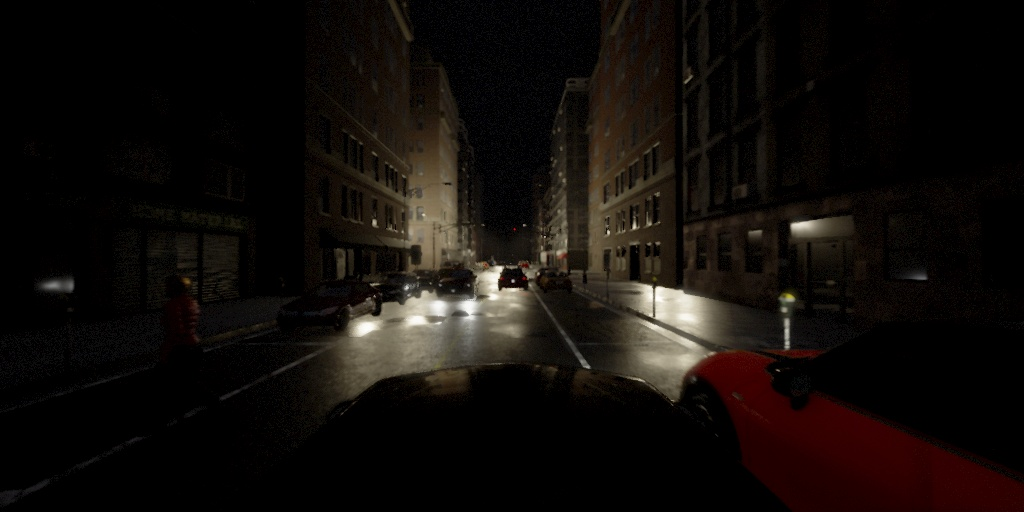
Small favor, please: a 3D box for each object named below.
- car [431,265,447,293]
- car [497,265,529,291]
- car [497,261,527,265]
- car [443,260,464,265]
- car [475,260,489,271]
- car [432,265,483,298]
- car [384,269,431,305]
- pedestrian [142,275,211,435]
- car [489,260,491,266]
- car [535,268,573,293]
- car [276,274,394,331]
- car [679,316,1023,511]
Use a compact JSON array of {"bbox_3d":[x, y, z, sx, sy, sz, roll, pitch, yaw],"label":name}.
[{"bbox_3d":[-5.385,1.475,22.033,2.007,1.370,4.403,0,0,0],"label":"car"},{"bbox_3d":[0.071,1.502,23.706,1.994,1.385,4.181,0,0,0],"label":"car"},{"bbox_3d":[0.004,1.510,33.576,2.128,1.511,4.902,0,0,0],"label":"car"},{"bbox_3d":[-5.384,1.328,32.858,2.192,1.841,5.009,0,0,0],"label":"car"},{"bbox_3d":[-5.382,1.780,59.321,2.007,1.370,4.403,0,0,0],"label":"car"},{"bbox_3d":[-2.844,1.430,19.651,1.812,1.442,4.674,0,0,0],"label":"car"},{"bbox_3d":[-5.386,1.430,16.621,2.007,1.370,4.403,0,0,0],"label":"car"},{"bbox_3d":[-3.795,1.065,4.076,0.375,1.860,0.375,0,0,-5],"label":"pedestrian"},{"bbox_3d":[-5.381,1.818,64.775,1.888,1.381,4.507,0,0,0],"label":"car"},{"bbox_3d":[2.640,1.449,22.194,1.751,1.417,4.829,0,0,0],"label":"car"},{"bbox_3d":[-5.386,1.415,11.208,1.802,1.307,4.207,0,0,0],"label":"car"},{"bbox_3d":[2.750,1.103,1.841,2.097,1.767,4.553,0,-1,0],"label":"car"}]
